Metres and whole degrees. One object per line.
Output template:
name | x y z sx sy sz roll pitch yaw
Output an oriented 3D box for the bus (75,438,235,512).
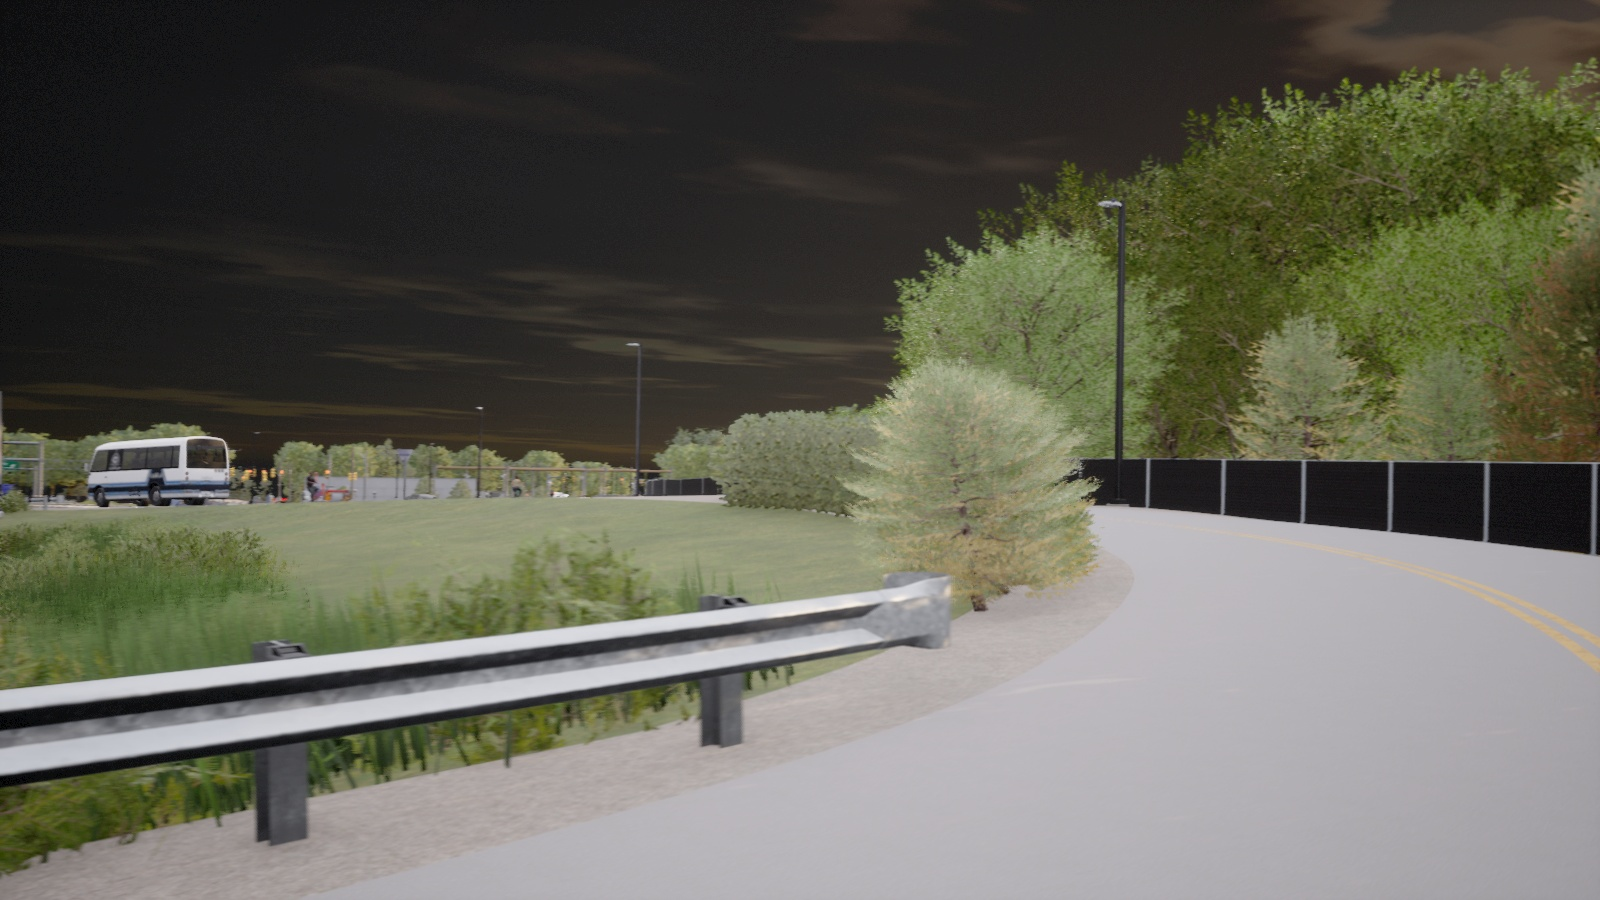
bus | -40.843 1.680 79.417 10.273 4.253 3.944 -3 -3 29
